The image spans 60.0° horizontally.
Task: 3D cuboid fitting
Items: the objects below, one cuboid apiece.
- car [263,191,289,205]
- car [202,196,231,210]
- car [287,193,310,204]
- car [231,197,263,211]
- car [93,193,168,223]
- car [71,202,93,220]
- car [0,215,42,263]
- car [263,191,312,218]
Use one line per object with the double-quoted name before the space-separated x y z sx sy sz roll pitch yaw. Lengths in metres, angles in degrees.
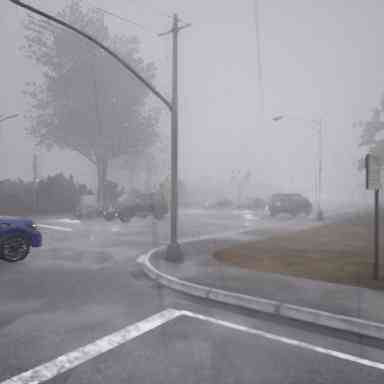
"car" 13.549 0.921 53.216 2.150 2.045 5.566 1 1 35
"car" 3.158 1.289 39.472 2.128 1.511 4.902 1 1 38
"car" 16.440 0.913 51.243 2.128 1.511 4.902 1 1 35
"car" 6.870 1.327 38.540 1.837 1.490 4.892 1 1 38
"car" -4.163 1.071 24.638 2.150 2.045 5.566 1 0 39
"car" -7.326 1.383 26.298 1.994 1.385 4.181 1 0 39
"car" -7.284 1.131 9.430 2.150 2.045 5.566 1 0 39
"car" 8.748 1.127 29.397 2.150 2.045 5.566 1 1 38
